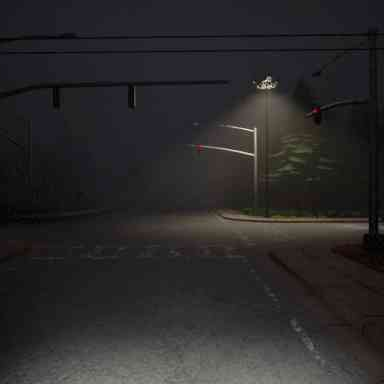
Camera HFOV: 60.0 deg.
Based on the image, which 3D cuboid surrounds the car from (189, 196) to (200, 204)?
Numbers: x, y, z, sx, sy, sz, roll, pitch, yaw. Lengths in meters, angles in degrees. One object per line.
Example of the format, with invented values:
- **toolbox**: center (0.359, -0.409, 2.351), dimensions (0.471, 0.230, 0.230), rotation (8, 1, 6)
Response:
- **car**: center (0.518, 1.521, 68.607), dimensions (2.097, 1.767, 4.553), rotation (0, 0, 2)

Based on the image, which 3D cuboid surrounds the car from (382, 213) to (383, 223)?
- **car**: center (15.126, 1.359, 21.985), dimensions (4.553, 1.767, 2.097), rotation (0, 0, 1)
